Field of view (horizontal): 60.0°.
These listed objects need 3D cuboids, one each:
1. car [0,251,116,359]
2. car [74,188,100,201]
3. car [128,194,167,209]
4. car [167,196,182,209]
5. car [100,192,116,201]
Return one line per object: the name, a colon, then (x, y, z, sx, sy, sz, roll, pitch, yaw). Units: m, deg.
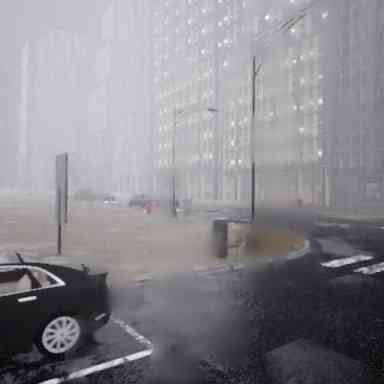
car: (-3.234, 1.551, 4.402, 4.403, 1.369, 2.008, 0, 1, -35)
car: (-16.659, 0.420, 51.642, 2.150, 2.045, 5.566, 1, 1, -35)
car: (-5.064, 0.960, 34.776, 2.128, 1.511, 4.902, 1, 1, -35)
car: (-2.106, 1.075, 36.214, 1.994, 1.385, 4.181, 1, 1, -35)
car: (-14.011, 0.733, 53.523, 2.033, 1.411, 5.357, 1, 1, -35)
